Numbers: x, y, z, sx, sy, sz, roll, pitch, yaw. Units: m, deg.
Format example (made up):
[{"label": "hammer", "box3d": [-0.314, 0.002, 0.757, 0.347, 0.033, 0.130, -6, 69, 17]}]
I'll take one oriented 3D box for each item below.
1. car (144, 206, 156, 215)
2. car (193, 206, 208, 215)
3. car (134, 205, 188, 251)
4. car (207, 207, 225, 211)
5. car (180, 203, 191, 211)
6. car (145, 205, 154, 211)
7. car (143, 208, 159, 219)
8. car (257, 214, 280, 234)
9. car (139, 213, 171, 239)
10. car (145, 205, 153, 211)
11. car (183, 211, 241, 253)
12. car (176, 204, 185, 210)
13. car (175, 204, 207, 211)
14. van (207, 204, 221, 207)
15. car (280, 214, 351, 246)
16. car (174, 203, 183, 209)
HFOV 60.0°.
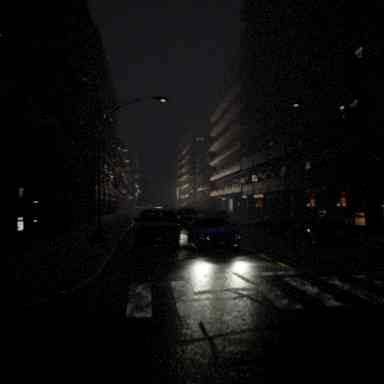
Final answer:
[{"label": "car", "box3d": [-6.937, 3.102, 55.130, 1.947, 1.339, 4.313, 1, -2, -8]}, {"label": "car", "box3d": [1.373, 3.067, 56.211, 1.887, 1.381, 4.507, 1, -2, -8]}, {"label": "car", "box3d": [-1.727, 1.749, 16.505, 2.192, 1.841, 5.009, 1, -2, -8]}, {"label": "car", "box3d": [2.250, 2.299, 29.424, 1.812, 1.442, 4.674, 0, -2, -8]}, {"label": "car", "box3d": [-1.600, 3.469, 78.293, 2.192, 1.841, 5.009, 1, -2, -8]}, {"label": "car", "box3d": [-9.913, 3.712, 77.207, 1.887, 1.381, 4.507, 1, -2, -8]}, {"label": "car", "box3d": [-5.449, 2.787, 44.092, 1.947, 1.339, 4.313, 1, -2, -8]}, {"label": "car", "box3d": [5.836, 2.159, 23.096, 1.802, 1.307, 4.206, 1, -2, -8]}, {"label": "car", "box3d": [-2.474, 2.136, 22.017, 1.887, 1.381, 4.507, 1, -2, -8]}, {"label": "car", "box3d": [-10.657, 3.908, 82.724, 1.802, 1.307, 4.206, 1, -2, -8]}, {"label": "car", "box3d": [0.930, 1.885, 16.060, 1.882, 1.535, 5.008, 0, -2, -8]}, {"label": "car", "box3d": [-3.113, 4.000, 89.493, 1.752, 1.417, 4.829, 1, -2, -8]}, {"label": "car", "box3d": [-0.440, 2.052, 26.247, 2.097, 1.767, 4.553, 0, -2, -7]}, {"label": "van", "box3d": [2.862, 2.548, 45.180, 1.690, 1.788, 3.998, 1, -2, -8]}, {"label": "car", "box3d": [6.580, 1.986, 17.578, 1.947, 1.339, 4.313, 1, -2, -8]}, {"label": "car", "box3d": [-3.832, 3.944, 94.851, 2.192, 1.841, 5.009, 1, -2, -8]}]
